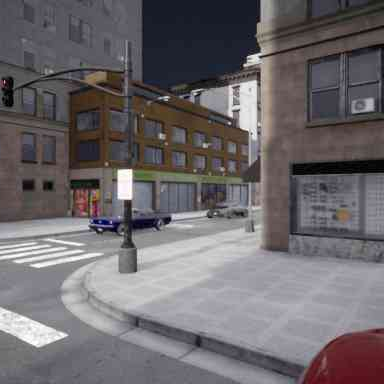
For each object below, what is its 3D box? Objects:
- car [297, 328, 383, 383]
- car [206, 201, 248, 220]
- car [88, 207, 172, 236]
[{"bbox_3d":[2.732,1.315,0.876,5.009,1.841,2.192,0,0,35],"label":"car"},{"bbox_3d":[2.876,1.453,26.890,1.994,1.385,4.181,0,0,34],"label":"car"},{"bbox_3d":[-3.257,1.535,18.172,1.895,1.301,4.718,0,0,35],"label":"car"}]
